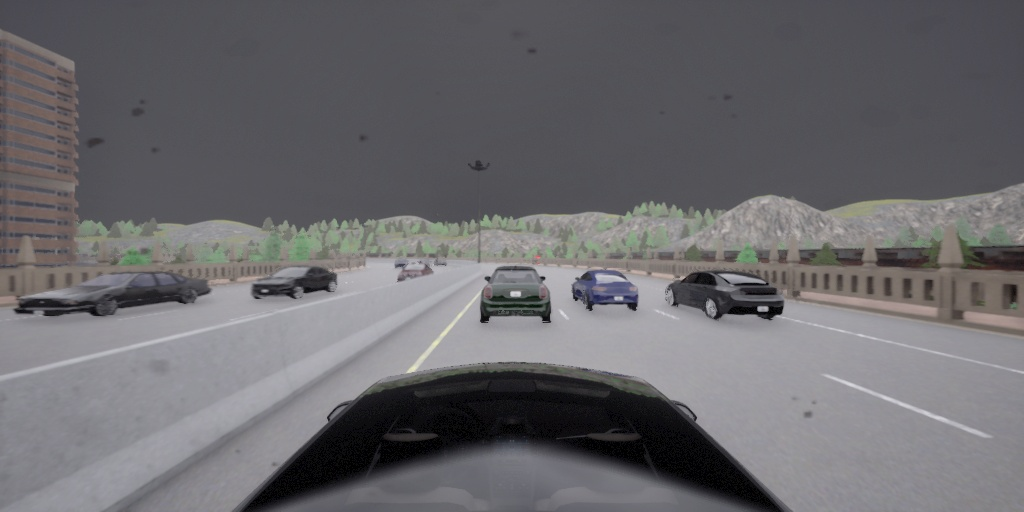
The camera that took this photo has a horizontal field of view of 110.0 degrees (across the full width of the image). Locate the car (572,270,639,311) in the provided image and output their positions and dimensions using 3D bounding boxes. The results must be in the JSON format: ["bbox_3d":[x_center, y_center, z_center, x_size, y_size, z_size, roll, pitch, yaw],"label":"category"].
[{"bbox_3d":[3.610,1.271,14.422,1.812,1.442,4.674,0,0,0],"label":"car"}]

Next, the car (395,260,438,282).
[{"bbox_3d":[-7.098,1.266,26.875,1.812,1.442,4.674,0,0,0],"label":"car"}]

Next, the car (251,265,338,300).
[{"bbox_3d":[-10.590,1.221,17.851,1.882,1.535,5.008,0,0,0],"label":"car"}]

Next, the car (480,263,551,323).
[{"bbox_3d":[0.108,1.098,12.309,2.097,1.767,4.553,0,0,0],"label":"car"}]

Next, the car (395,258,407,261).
[{"bbox_3d":[-17.236,1.081,56.360,2.097,1.767,4.553,0,0,-15],"label":"car"}]

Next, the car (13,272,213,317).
[{"bbox_3d":[-14.090,1.293,13.337,2.033,1.411,5.357,0,0,0],"label":"car"}]

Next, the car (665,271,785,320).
[{"bbox_3d":[7.109,1.251,12.573,1.837,1.490,4.892,0,0,0],"label":"car"}]
